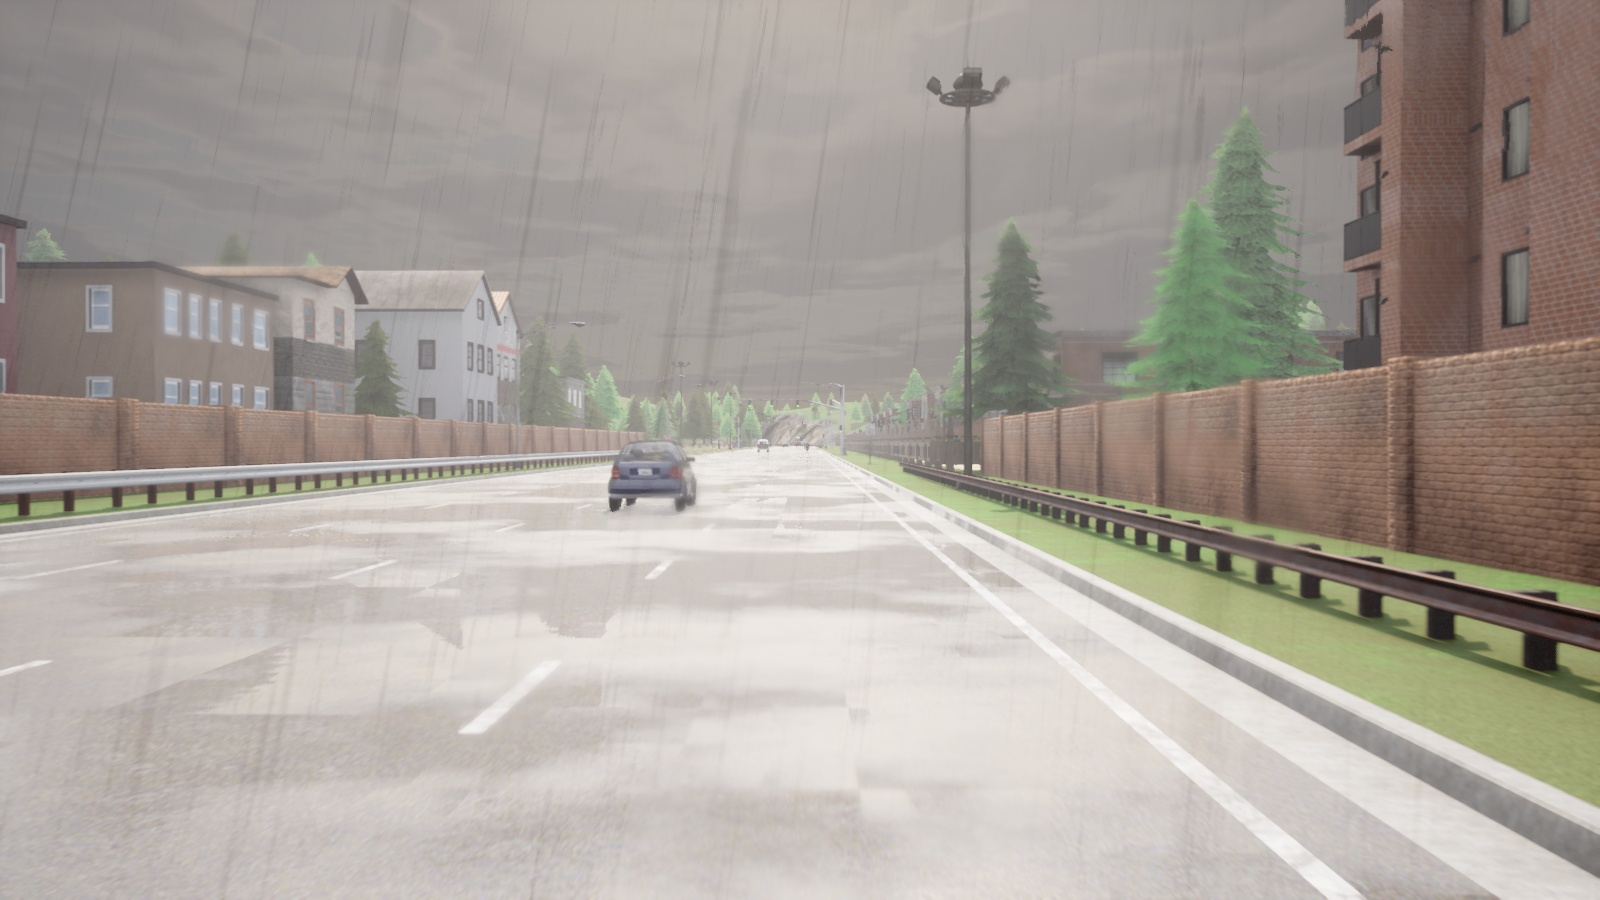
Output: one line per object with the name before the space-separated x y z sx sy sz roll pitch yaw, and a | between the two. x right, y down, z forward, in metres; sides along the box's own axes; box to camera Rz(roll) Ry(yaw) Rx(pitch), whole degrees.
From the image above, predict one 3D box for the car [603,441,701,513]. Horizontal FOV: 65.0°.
car | -3.321 0.560 28.848 1.789 1.549 3.705 0 0 0
